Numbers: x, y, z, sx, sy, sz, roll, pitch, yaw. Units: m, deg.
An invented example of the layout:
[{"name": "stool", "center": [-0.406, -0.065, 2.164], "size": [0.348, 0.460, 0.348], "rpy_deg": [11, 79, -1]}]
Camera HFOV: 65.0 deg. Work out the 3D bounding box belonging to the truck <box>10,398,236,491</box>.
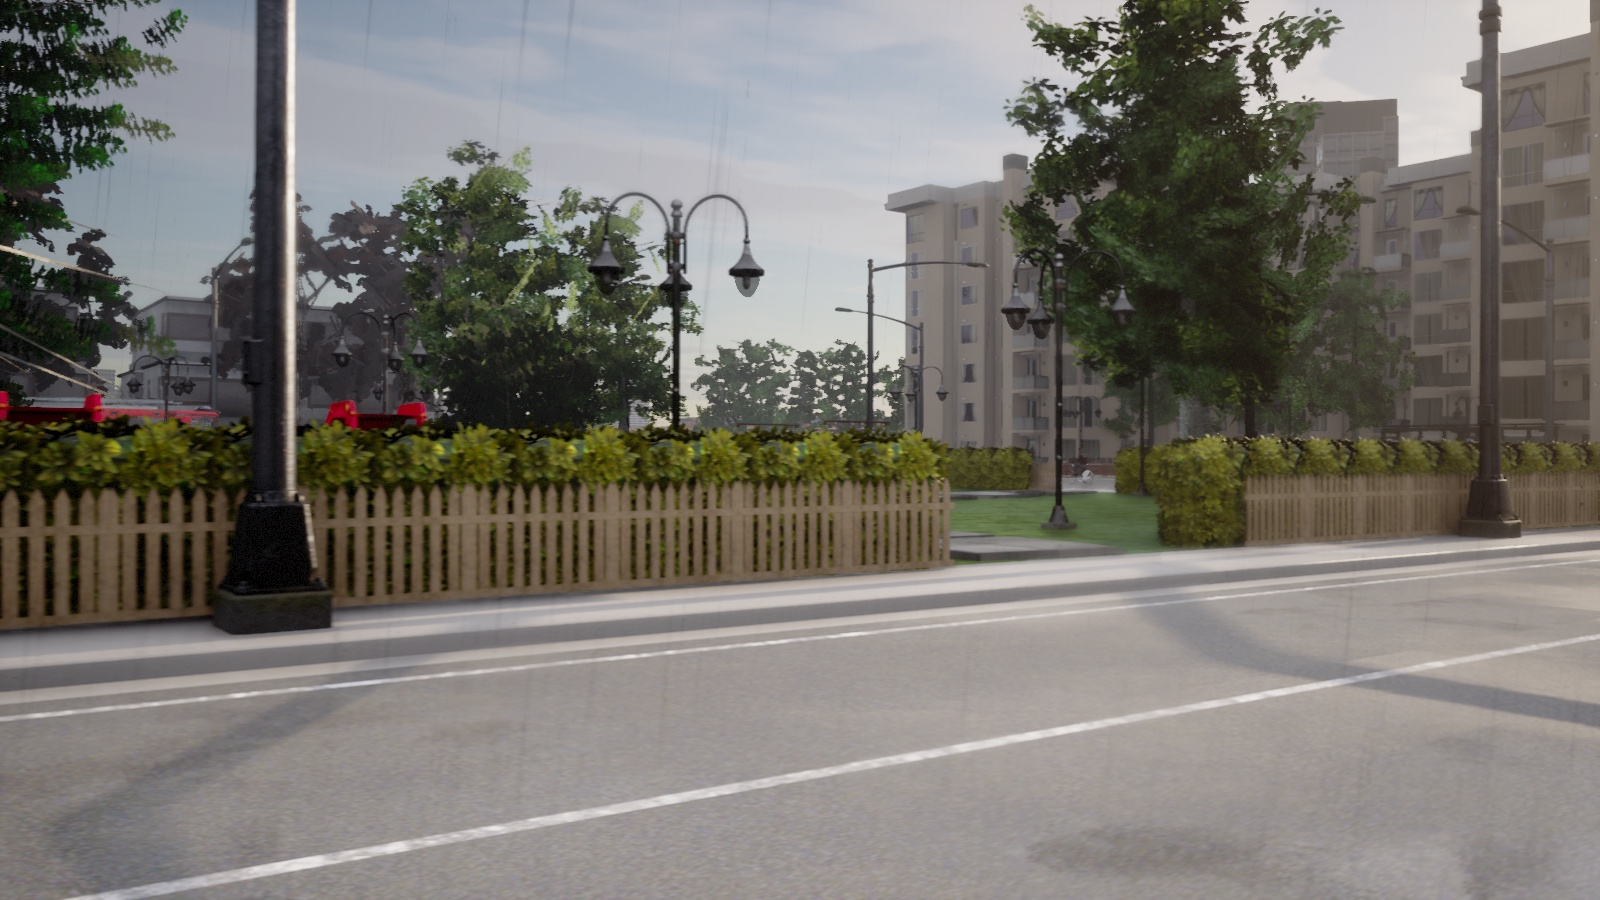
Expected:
[{"name": "truck", "center": [-29.758, -0.210, 55.444], "size": [8.468, 3.827, 2.891], "rpy_deg": [0, 0, -36]}]
